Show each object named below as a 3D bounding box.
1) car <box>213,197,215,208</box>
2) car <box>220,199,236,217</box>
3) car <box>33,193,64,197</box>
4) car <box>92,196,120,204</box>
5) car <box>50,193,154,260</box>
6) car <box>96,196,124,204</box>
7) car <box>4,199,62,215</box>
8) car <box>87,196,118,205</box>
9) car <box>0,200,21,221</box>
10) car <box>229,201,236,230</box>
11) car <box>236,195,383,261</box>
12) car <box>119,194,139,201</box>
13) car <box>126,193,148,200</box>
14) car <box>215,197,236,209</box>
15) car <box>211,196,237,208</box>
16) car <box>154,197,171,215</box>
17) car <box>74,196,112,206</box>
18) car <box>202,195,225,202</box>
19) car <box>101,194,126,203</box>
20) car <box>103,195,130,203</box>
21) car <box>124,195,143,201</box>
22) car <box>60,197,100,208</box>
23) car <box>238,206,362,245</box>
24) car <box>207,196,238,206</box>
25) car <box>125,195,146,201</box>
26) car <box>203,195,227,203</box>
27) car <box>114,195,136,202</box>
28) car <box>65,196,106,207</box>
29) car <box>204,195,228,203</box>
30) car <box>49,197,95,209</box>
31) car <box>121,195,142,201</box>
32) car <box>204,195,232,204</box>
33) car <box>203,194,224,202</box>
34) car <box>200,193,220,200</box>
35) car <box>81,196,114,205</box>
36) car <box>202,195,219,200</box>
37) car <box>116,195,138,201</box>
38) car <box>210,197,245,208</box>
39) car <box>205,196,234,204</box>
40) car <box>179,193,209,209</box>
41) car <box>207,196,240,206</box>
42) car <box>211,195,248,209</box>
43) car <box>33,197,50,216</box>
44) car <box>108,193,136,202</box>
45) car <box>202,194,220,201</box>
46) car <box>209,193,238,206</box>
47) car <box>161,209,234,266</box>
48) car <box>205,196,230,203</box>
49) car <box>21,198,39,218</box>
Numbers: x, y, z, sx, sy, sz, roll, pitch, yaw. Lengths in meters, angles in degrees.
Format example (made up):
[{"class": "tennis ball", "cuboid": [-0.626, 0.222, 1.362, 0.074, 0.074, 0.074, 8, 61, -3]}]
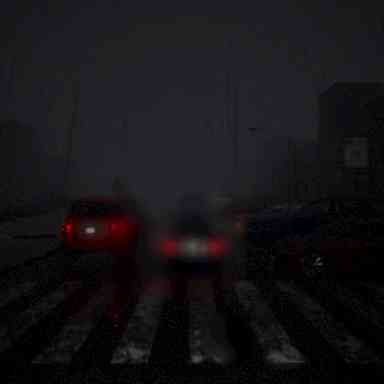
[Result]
[{"class": "car", "cuboid": [4.729, 1.452, 31.761, 4.792, 1.488, 2.163, 0, 0, 0]}, {"class": "car", "cuboid": [4.734, 1.439, 23.548, 5.008, 1.535, 2.097, 0, 0, 0]}, {"class": "car", "cuboid": [-15.505, 1.163, 38.197, 5.566, 2.045, 2.435, 0, 0, 0]}, {"class": "car", "cuboid": [-15.515, 1.452, 60.223, 4.674, 1.452, 2.002, 0, 0, 0]}, {"class": "car", "cuboid": [-2.962, 1.204, 12.453, 2.150, 2.045, 5.566, 0, 0, 0]}, {"class": "car", "cuboid": [-15.543, 1.446, 63.017, 4.792, 1.488, 2.163, 0, 0, 0]}, {"class": "car", "cuboid": [-15.534, 1.468, 32.684, 4.674, 1.452, 2.002, 0, 0, 0]}, {"class": "car", "cuboid": [-15.493, 1.437, 57.501, 4.792, 1.488, 2.163, 0, 0, 0]}, {"class": "car", "cuboid": [-15.526, 1.496, 24.281, 4.674, 1.452, 2.002, 0, 0, 0]}, {"class": "car", "cuboid": [4.724, 1.451, 17.872, 5.008, 1.535, 2.097, 0, 0, 0]}, {"class": "car", "cuboid": [4.687, 1.210, 12.313, 5.566, 2.045, 2.435, 0, 0, 0]}, {"class": "car", "cuboid": [-15.512, 1.359, 82.317, 4.553, 1.767, 2.185, 0, 0, 0]}, {"class": "car", "cuboid": [-15.434, 1.309, 93.341, 5.566, 2.045, 2.435, 0, -1, 0]}, {"class": "car", "cuboid": [4.933, 1.425, 28.981, 5.366, 1.575, 1.946, 0, 0, 0]}, {"class": "car", "cuboid": [4.739, 1.447, 34.539, 4.792, 1.488, 2.163, 0, 0, 0]}, {"class": "car", "cuboid": [-2.911, 1.473, 29.325, 1.812, 1.442, 4.674, 0, 0, 1]}, {"class": "car", "cuboid": [-15.346, 1.401, 51.988, 5.366, 1.575, 1.946, 0, 0, 0]}, {"class": "car", "cuboid": [5.113, 1.465, 79.003, 5.366, 1.575, 1.946, 0, 0, 0]}, {"class": "car", "cuboid": [-15.477, 1.298, 65.774, 4.553, 1.767, 2.185, 0, 0, 0]}, {"class": "car", "cuboid": [-15.499, 1.431, 68.530, 5.008, 1.535, 2.097, 0, 0, 0]}, {"class": "car", "cuboid": [-15.469, 1.554, 87.828, 4.674, 1.452, 2.002, 0, 0, 0]}, {"class": "car", "cuboid": [-15.564, 1.434, 46.469, 4.792, 1.488, 2.163, 0, 0, 0]}, {"class": "car", "cuboid": [4.711, 1.457, 15.093, 4.892, 1.521, 2.231, 0, 0, 0]}, {"class": "car", "cuboid": [4.868, 1.440, 54.117, 4.792, 1.488, 2.163, 0, 0, 0]}, {"class": "car", "cuboid": [-15.281, 1.529, 90.586, 5.366, 1.575, 1.946, 0, 0, 0]}, {"class": "car", "cuboid": [4.904, 1.441, 70.792, 5.008, 1.535, 2.097, 0, 0, 0]}, {"class": "car", "cuboid": [-15.487, 1.501, 76.802, 4.674, 1.452, 2.002, 0, 0, 0]}, {"class": "car", "cuboid": [-15.721, 1.400, 49.225, 5.366, 1.575, 1.946, 0, 0, 0]}, {"class": "car", "cuboid": [4.882, 1.435, 68.012, 4.892, 1.521, 2.231, 0, 0, 0]}, {"class": "car", "cuboid": [-15.720, 1.403, 43.710, 5.366, 1.575, 1.946, 0, 0, 0]}, {"class": "car", "cuboid": [-15.471, 1.497, 85.074, 5.008, 1.535, 2.097, 0, 0, 0]}, {"class": "car", "cuboid": [4.862, 1.422, 62.330, 5.008, 1.535, 2.097, 0, 0, 0]}, {"class": "car", "cuboid": [4.891, 1.333, 76.342, 4.553, 1.767, 2.185, 0, 0, 0]}, {"class": "car", "cuboid": [4.950, 1.294, 93.019, 5.566, 2.045, 2.435, 0, -1, 0]}, {"class": "car", "cuboid": [-15.498, 1.435, 54.745, 4.792, 1.488, 2.163, 0, 0, 0]}, {"class": "car", "cuboid": [4.967, 1.561, 90.241, 4.674, 1.452, 2.002, 0, 0, 0]}, {"class": "car", "cuboid": [-15.515, 1.503, 79.559, 4.792, 1.488, 2.163, 0, 0, 0]}, {"class": "car", "cuboid": [4.806, 1.448, 45.782, 4.674, 1.452, 2.002, 0, 0, 0]}, {"class": "car", "cuboid": [4.864, 1.418, 59.550, 4.892, 1.521, 2.231, 0, 0, 0]}, {"class": "car", "cuboid": [0.066, 1.174, 27.450, 2.150, 2.045, 5.566, 0, 0, 1]}, {"class": "car", "cuboid": [4.835, 1.410, 51.338, 4.892, 1.521, 2.231, 0, 0, 0]}, {"class": "car", "cuboid": [4.830, 1.284, 42.911, 4.553, 1.767, 2.185, 0, 0, 0]}, {"class": "car", "cuboid": [-15.525, 1.436, 29.926, 5.008, 1.535, 2.097, 0, 0, 0]}, {"class": "car", "cuboid": [-15.523, 1.199, 74.046, 5.566, 2.045, 2.435, 0, 0, 0]}, {"class": "car", "cuboid": [4.927, 1.377, 87.464, 4.553, 1.767, 2.185, 0, 0, 0]}, {"class": "car", "cuboid": [4.816, 1.159, 40.098, 5.566, 2.045, 2.435, 0, 0, 0]}, {"class": "car", "cuboid": [0.030, 1.531, 11.434, 2.033, 1.411, 5.357, 0, 0, 0]}, {"class": "car", "cuboid": [4.908, 1.457, 65.234, 4.792, 1.488, 2.163, 0, 0, 0]}, {"class": "car", "cuboid": [-15.527, 1.486, 27.169, 4.674, 1.452, 2.002, 0, 0, 0]}]
